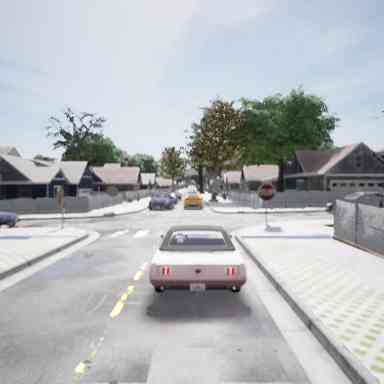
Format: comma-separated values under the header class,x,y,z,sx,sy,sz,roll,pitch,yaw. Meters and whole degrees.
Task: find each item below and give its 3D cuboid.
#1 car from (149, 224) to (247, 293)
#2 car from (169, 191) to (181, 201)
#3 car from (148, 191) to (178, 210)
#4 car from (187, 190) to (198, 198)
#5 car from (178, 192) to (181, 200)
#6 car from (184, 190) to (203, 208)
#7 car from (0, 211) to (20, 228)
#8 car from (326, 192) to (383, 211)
class,x,y,z,sx,sy,sz,roll,pitch,yaw
car,0.114,1.470,8.483,1.895,1.301,4.718,0,1,0
car,-2.736,0.618,55.680,1.812,1.442,4.674,0,1,0
car,-2.957,0.819,32.887,2.097,1.767,4.553,0,1,4
car,0.075,0.427,65.459,2.128,1.511,4.902,0,1,0
car,-2.795,0.830,44.091,2.033,1.411,5.357,0,1,0
car,0.138,0.893,36.064,1.882,1.535,5.008,0,1,0
car,-13.019,1.519,20.325,4.674,1.442,1.812,-2,1,2
car,12.031,0.735,23.488,4.902,1.511,2.128,-2,1,0
